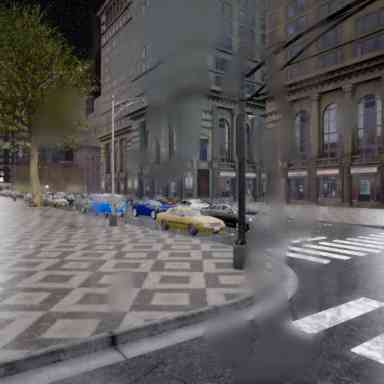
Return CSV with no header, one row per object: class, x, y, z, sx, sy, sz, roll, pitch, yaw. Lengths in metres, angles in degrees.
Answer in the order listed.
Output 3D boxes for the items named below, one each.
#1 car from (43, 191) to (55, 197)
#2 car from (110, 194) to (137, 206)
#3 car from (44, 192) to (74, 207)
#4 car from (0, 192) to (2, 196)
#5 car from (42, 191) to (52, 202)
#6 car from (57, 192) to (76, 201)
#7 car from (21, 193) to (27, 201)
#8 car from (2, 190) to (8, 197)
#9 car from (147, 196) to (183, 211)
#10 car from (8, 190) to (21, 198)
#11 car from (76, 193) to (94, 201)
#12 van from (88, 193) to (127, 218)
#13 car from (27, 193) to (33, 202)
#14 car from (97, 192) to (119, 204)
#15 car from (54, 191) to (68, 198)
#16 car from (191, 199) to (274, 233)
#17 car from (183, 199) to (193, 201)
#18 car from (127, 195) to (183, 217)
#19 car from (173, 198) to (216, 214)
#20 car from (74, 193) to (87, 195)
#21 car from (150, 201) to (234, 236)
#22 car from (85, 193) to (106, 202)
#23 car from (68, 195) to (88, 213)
car,-35.429,0.470,82.518,1.802,1.307,4.206,1,0,-35
car,-9.521,1.073,45.804,2.008,1.369,4.403,1,0,-35
car,-16.385,1.050,40.744,1.752,1.417,4.829,1,0,-35
car,-45.629,0.252,82.191,1.967,1.590,4.097,1,0,-35
car,-19.721,0.991,45.473,2.008,1.369,4.403,1,0,-35
car,-22.464,0.744,59.499,2.128,1.511,4.902,0,1,-35
car,-26.199,0.829,54.652,2.008,1.369,4.403,1,0,-35
car,-42.390,0.328,77.601,1.967,1.590,4.097,1,0,-35
car,-3.043,1.223,36.621,1.887,1.381,4.507,1,0,-35
car,-35.912,0.482,68.421,1.967,1.590,4.097,1,0,-35
car,-19.237,0.860,59.572,1.802,1.307,4.206,1,0,-35
van,-6.764,1.090,27.109,1.690,1.788,3.998,1,0,-35
car,-22.960,0.910,50.063,2.008,1.369,4.403,1,0,-35
car,-12.758,0.880,50.393,1.967,1.590,4.097,1,0,-35
car,-28.951,0.586,73.339,1.887,1.381,4.507,1,0,-35
car,2.372,1.370,18.772,2.128,1.511,4.902,0,1,-36
car,-0.159,1.311,27.900,1.812,1.442,4.674,0,1,-35
car,-3.067,1.257,26.470,1.882,1.535,5.008,0,1,-35
car,0.194,1.315,32.032,1.947,1.339,4.313,1,0,-35
car,-14.845,1.013,43.242,1.837,1.490,4.892,0,1,-35
car,-0.189,1.398,17.786,1.752,1.417,4.829,1,0,-35
car,-15.998,0.909,54.983,2.008,1.369,4.403,1,0,-35
car,-10.005,1.230,31.700,2.008,1.369,4.403,1,0,-35
